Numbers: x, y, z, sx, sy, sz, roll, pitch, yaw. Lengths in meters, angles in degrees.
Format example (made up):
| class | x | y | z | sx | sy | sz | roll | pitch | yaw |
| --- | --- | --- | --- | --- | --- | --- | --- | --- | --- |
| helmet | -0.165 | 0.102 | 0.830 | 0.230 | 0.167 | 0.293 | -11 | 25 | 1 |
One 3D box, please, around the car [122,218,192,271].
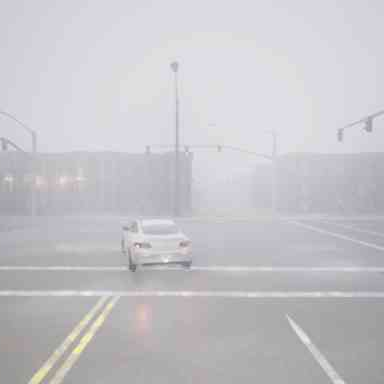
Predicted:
| class | x | y | z | sx | sy | sz | roll | pitch | yaw |
| --- | --- | --- | --- | --- | --- | --- | --- | --- | --- |
| car | -1.287 | 1.579 | 11.122 | 1.812 | 1.442 | 4.674 | 0 | 0 | -15 |
